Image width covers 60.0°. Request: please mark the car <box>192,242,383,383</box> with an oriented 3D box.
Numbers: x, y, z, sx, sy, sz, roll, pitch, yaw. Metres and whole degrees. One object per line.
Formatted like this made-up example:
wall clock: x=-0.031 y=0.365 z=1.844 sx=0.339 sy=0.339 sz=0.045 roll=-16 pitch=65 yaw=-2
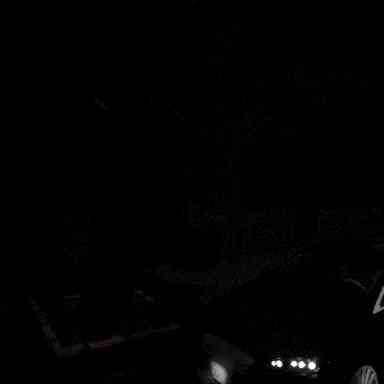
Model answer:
car: x=2.268 y=1.529 z=4.673 sx=4.902 sy=1.511 sz=2.128 roll=1 pitch=0 yaw=-35
